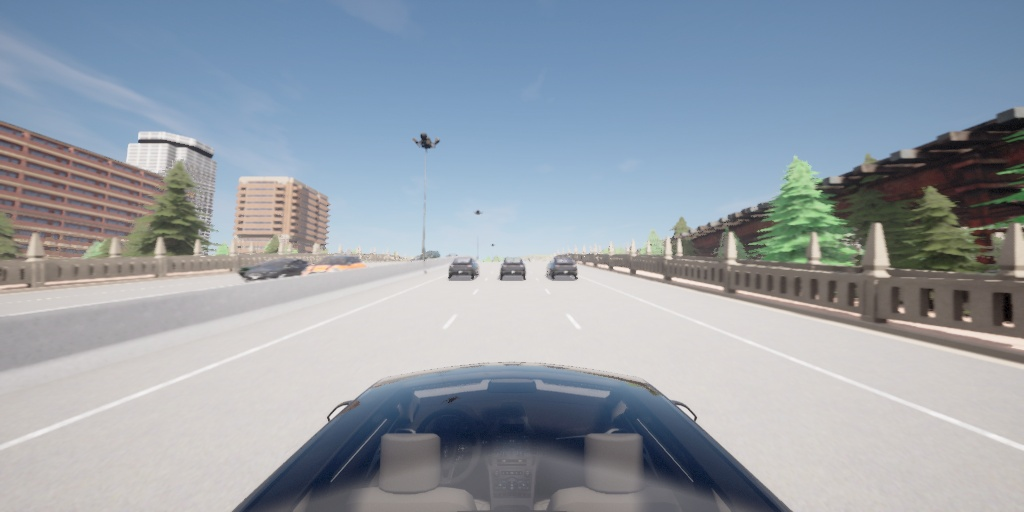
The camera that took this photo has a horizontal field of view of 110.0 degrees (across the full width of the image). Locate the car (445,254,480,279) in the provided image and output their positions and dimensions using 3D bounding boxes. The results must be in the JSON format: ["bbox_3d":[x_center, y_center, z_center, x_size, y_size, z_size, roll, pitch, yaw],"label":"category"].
[{"bbox_3d":[-3.424,0.828,26.211,2.128,1.511,4.902,0,1,0],"label":"car"}]

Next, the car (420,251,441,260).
[{"bbox_3d":[-14.048,0.060,63.640,2.150,2.045,5.566,0,-1,0],"label":"car"}]

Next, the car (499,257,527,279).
[{"bbox_3d":[0.076,0.829,26.203,2.128,1.511,4.902,0,1,0],"label":"car"}]

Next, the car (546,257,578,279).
[{"bbox_3d":[3.576,0.830,26.199,2.128,1.511,4.902,0,1,0],"label":"car"}]

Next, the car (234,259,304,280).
[{"bbox_3d":[-17.606,0.931,26.300,1.895,1.301,4.718,0,1,0],"label":"car"}]

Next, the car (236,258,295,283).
[{"bbox_3d":[-14.107,0.909,22.108,1.837,1.490,4.892,0,1,0],"label":"car"}]

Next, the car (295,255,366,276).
[{"bbox_3d":[-10.606,0.765,21.725,2.097,1.767,4.553,0,1,0],"label":"car"}]
